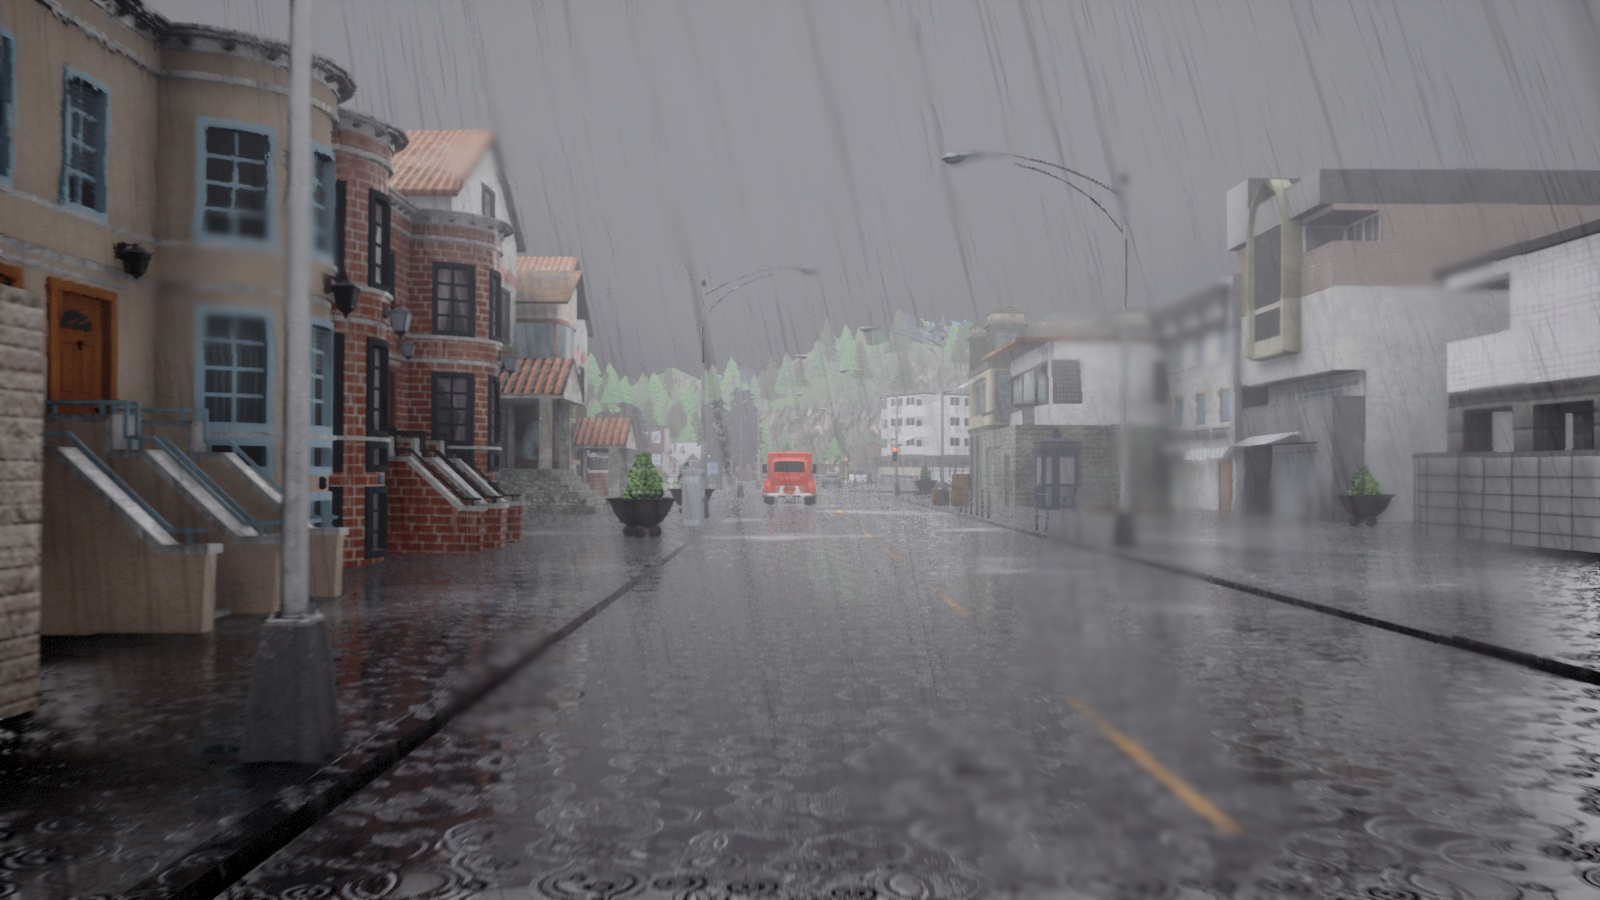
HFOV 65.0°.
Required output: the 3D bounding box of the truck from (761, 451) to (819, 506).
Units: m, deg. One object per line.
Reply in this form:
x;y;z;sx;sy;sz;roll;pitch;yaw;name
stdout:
-0.472;1.330;59.715;2.627;2.467;5.204;0;-1;0;truck
